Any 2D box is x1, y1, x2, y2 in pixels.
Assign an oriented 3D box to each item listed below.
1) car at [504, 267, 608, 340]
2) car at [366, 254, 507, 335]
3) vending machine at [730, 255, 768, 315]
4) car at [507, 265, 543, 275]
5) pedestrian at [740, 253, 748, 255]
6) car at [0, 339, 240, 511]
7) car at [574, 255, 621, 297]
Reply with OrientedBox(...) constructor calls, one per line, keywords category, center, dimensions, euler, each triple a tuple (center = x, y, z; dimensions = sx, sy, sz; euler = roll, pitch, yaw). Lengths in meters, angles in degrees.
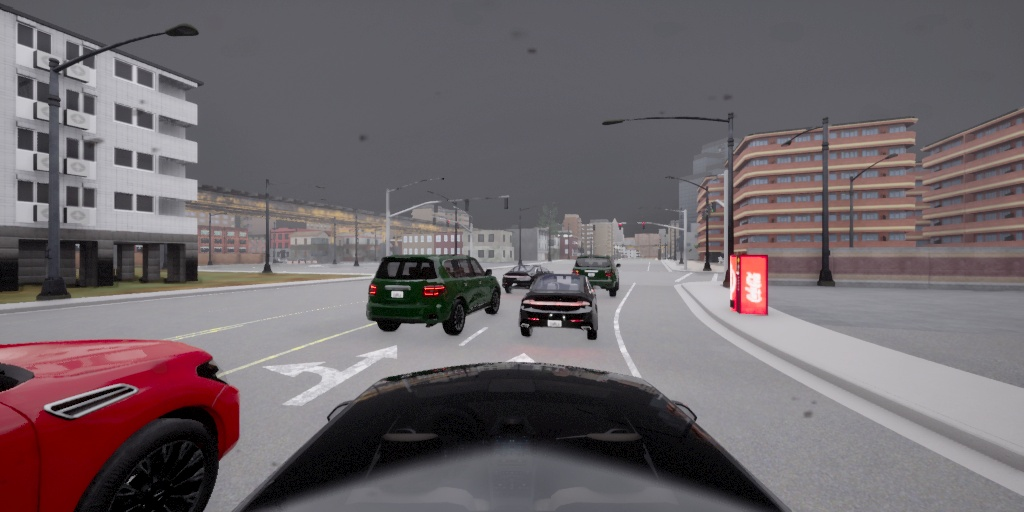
OrientedBox(category="car", center=(1.444, 1.241, 10.101), dimensions=(2.128, 1.511, 4.902), euler=(0, 0, 12))
OrientedBox(category="car", center=(-1.988, 0.971, 10.814), dimensions=(2.150, 2.045, 5.566), euler=(0, 0, 14))
OrientedBox(category="vending machine", center=(7.821, 0.945, 11.848), dimensions=(1.100, 2.100, 0.880), euler=(0, 0, 20))
OrientedBox(category="car", center=(1.124, 1.241, 20.177), dimensions=(2.128, 1.511, 4.902), euler=(0, 0, 24))
OrientedBox(category="pedestrian", center=(8.055, 0.795, 12.467), dimensions=(0.375, 1.860, 0.375), euler=(0, 0, 21))
OrientedBox(category="car", center=(-3.264, 0.971, 0.545), dimensions=(2.150, 2.045, 5.566), euler=(0, 0, -1))
OrientedBox(category="car", center=(4.572, 0.971, 19.341), dimensions=(2.150, 2.045, 5.566), euler=(0, 0, 19))
